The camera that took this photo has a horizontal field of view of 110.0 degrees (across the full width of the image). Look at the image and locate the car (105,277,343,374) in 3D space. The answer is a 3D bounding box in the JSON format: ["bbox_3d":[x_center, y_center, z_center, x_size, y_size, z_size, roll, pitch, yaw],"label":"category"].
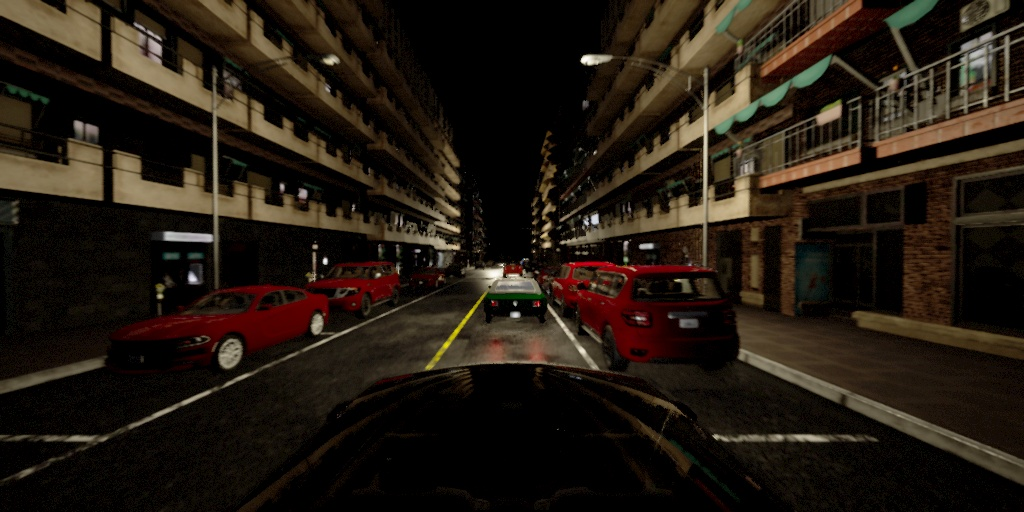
[{"bbox_3d":[-5.691,1.333,7.667,1.888,1.381,4.507,0,0,0],"label":"car"}]

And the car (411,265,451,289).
[{"bbox_3d":[-5.689,1.436,24.660,1.888,1.381,4.507,0,0,0],"label":"car"}]

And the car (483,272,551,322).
[{"bbox_3d":[0.101,1.419,12.553,1.895,1.301,4.718,0,0,0],"label":"car"}]

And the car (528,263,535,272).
[{"bbox_3d":[2.665,1.489,30.383,1.948,1.339,4.313,0,0,0],"label":"car"}]

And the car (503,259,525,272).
[{"bbox_3d":[0.104,1.332,40.341,2.097,1.767,4.553,0,0,0],"label":"car"}]

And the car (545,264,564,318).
[{"bbox_3d":[2.658,1.138,13.390,2.192,1.841,5.009,0,0,0],"label":"car"}]

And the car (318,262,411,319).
[{"bbox_3d":[-5.690,1.137,13.330,2.192,1.841,5.009,0,0,0],"label":"car"}]

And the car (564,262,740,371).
[{"bbox_3d":[2.657,1.103,7.725,2.192,1.841,5.009,0,0,0],"label":"car"}]

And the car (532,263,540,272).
[{"bbox_3d":[2.659,1.436,24.719,1.888,1.381,4.507,0,0,0],"label":"car"}]

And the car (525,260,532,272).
[{"bbox_3d":[2.696,1.586,47.376,1.948,1.339,4.313,0,0,0],"label":"car"}]

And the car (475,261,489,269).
[{"bbox_3d":[-5.684,1.663,64.315,2.007,1.370,4.403,0,0,0],"label":"car"}]

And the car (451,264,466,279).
[{"bbox_3d":[-5.687,1.522,35.991,1.948,1.339,4.313,0,0,0],"label":"car"}]

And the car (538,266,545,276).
[{"bbox_3d":[2.659,1.423,19.054,1.948,1.339,4.313,0,0,0],"label":"car"}]
